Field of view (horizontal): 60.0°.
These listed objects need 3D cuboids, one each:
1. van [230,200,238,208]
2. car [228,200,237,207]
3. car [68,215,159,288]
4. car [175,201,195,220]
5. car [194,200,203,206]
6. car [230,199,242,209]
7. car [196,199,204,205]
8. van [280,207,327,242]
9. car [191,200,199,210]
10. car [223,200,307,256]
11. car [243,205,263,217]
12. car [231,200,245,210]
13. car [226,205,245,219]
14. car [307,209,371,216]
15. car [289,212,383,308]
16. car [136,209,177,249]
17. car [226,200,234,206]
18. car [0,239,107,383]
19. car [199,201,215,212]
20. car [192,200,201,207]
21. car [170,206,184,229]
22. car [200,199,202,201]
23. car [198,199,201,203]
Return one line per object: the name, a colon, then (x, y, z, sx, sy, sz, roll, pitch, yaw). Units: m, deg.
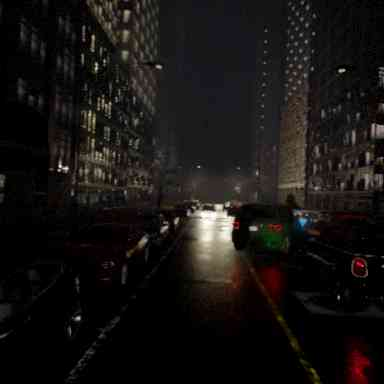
van: (9.684, 2.692, 77.029, 1.690, 1.788, 3.998, 2, -1, 3)
car: (9.986, 2.873, 82.702, 1.967, 1.590, 4.097, 2, -1, 3)
car: (-2.337, 1.564, 9.381, 1.887, 1.381, 4.507, 2, -1, 3)
car: (-1.120, 1.901, 32.081, 2.008, 1.369, 4.403, 2, -1, 3)
car: (1.620, 2.656, 83.154, 1.947, 1.339, 4.313, 2, -1, 3)
car: (9.380, 2.584, 71.355, 2.192, 1.841, 5.009, 2, -1, 3)
car: (2.230, 2.804, 94.504, 2.008, 1.369, 4.403, 2, -1, 3)
van: (6.639, 1.869, 20.280, 1.690, 1.788, 3.998, 2, -1, 3)
car: (-0.511, 2.066, 43.430, 2.008, 1.369, 4.403, 2, -1, 3)
car: (3.542, 1.555, 15.122, 2.150, 2.045, 5.566, 1, -1, 27)
car: (7.850, 2.409, 42.976, 2.008, 1.369, 4.403, 2, -1, 3)
car: (9.076, 2.502, 65.679, 2.192, 1.841, 5.009, 2, -1, 3)
car: (4.962, 2.284, 38.520, 1.895, 1.301, 4.718, 2, -1, 4)
car: (6.335, 1.760, 14.605, 2.192, 1.841, 5.009, 2, -1, 3)
car: (4.232, 1.635, 8.660, 2.097, 1.767, 4.553, 2, -1, 3)
car: (-2.034, 1.653, 15.056, 2.008, 1.369, 4.403, 2, -1, 3)
car: (10.594, 3.036, 94.052, 1.967, 1.590, 4.097, 2, -1, 3)
car: (-2.643, 1.502, 3.706, 1.947, 1.339, 4.313, 2, -1, 3)
car: (2.518, 2.317, 49.564, 1.895, 1.301, 4.718, 2, -1, 3)
car: (1.004, 2.449, 71.635, 1.752, 1.417, 4.829, 2, -1, 3)
car: (-1.730, 1.767, 20.730, 1.802, 1.307, 4.206, 2, -1, 3)
car: (0.406, 2.202, 60.456, 1.967, 1.590, 4.097, 2, -1, 3)
car: (0.097, 2.261, 54.779, 1.802, 1.307, 4.206, 2, -1, 3)
